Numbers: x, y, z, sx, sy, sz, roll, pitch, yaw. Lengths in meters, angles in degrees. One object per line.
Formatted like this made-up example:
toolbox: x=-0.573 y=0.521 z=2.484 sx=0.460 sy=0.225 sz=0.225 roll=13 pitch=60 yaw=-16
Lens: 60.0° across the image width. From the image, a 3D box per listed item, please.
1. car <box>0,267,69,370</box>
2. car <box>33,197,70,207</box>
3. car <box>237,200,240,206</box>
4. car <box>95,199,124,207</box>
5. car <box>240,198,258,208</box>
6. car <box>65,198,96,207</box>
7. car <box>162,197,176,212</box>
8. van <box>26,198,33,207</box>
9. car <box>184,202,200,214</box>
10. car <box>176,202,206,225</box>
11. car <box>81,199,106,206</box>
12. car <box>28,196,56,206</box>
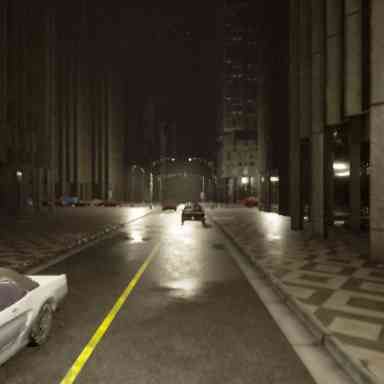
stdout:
car: x=-3.103 y=1.637 z=3.630 sx=1.895 sy=1.301 sz=4.718 roll=0 pitch=-1 yaw=0
car: x=-26.025 y=1.953 z=61.616 sx=5.009 sy=1.841 sz=2.192 roll=0 pitch=0 yaw=0
car: x=12.043 y=2.088 z=70.290 sx=5.009 sy=1.841 sz=2.192 roll=0 pitch=0 yaw=0
car: x=-14.975 y=2.229 z=61.661 sx=4.507 sy=1.381 sz=1.887 roll=0 pitch=0 yaw=0
car: x=12.066 y=2.127 z=61.765 sx=5.009 sy=1.841 sz=2.192 roll=0 pitch=0 yaw=0
car: x=-20.501 y=2.211 z=61.639 sx=4.403 sy=1.369 sz=2.008 roll=0 pitch=0 yaw=0
car: x=-3.045 y=1.878 z=45.969 sx=1.882 sy=1.535 sz=5.008 roll=0 pitch=-1 yaw=0
van: x=-31.551 y=1.956 z=61.594 sx=3.998 sy=1.788 sz=1.690 roll=0 pitch=0 yaw=0
car: x=0.053 y=2.003 z=43.753 sx=2.033 sy=1.411 sz=5.357 roll=0 pitch=-1 yaw=1
car: x=0.074 y=1.756 z=26.765 sx=2.128 sy=1.511 sz=4.902 roll=0 pitch=-1 yaw=0
car: x=-20.691 y=2.146 z=70.165 sx=4.829 sy=1.417 sz=1.752 roll=0 pitch=0 yaw=0
car: x=-31.570 y=1.890 z=70.126 sx=5.009 sy=1.841 sz=2.192 roll=0 pitch=0 yaw=0
